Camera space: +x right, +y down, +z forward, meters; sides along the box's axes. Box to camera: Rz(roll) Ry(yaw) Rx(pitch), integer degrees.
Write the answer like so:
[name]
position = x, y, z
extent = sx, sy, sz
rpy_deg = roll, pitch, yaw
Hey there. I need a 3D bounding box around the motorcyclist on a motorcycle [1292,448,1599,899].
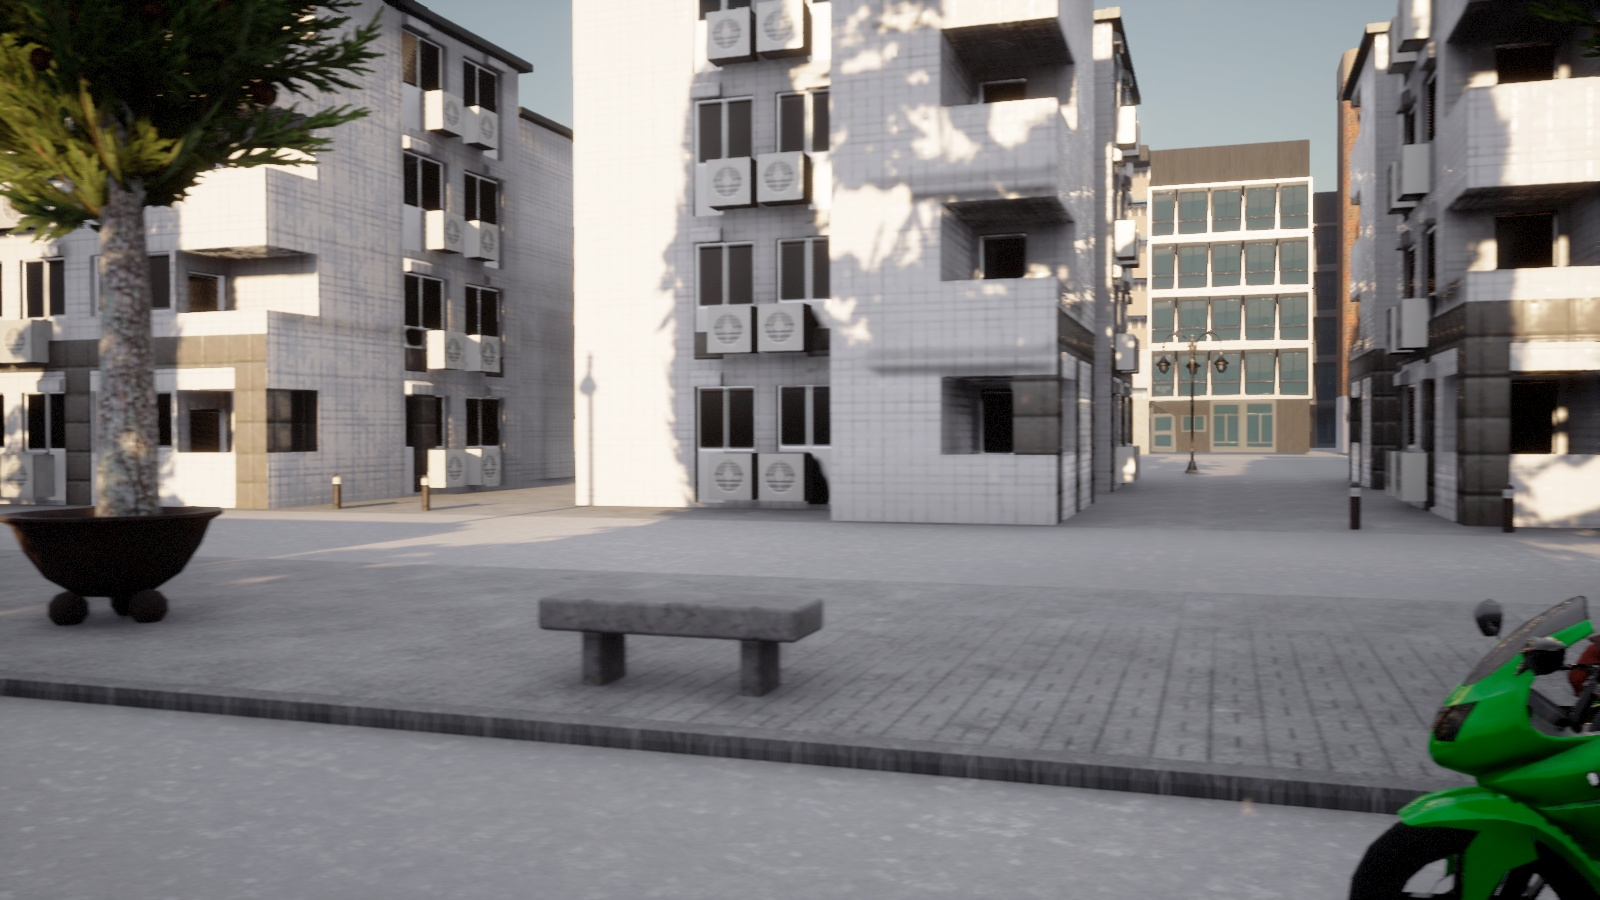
[motorcyclist on a motorcycle]
position = 2.279, 0.770, 2.953
extent = 2.044, 1.523, 0.797
rpy_deg = 1, 1, 19
